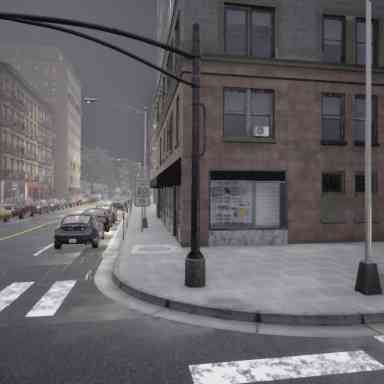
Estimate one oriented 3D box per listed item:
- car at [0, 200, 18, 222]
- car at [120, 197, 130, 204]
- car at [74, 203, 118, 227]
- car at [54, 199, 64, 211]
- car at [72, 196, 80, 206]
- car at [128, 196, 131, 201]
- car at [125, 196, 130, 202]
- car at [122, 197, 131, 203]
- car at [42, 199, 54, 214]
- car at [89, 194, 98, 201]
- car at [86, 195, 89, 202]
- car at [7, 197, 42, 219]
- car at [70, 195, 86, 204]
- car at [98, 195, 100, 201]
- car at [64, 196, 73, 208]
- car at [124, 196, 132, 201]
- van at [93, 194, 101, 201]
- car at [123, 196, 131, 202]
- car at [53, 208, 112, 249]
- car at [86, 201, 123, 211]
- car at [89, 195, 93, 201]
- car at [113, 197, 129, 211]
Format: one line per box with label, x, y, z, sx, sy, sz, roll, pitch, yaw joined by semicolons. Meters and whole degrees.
car;-14.566;1.569;24.000;1.752;1.417;4.829;0;0;-9
car;-13.863;1.740;68.751;1.887;1.381;4.507;0;0;-9
car;-5.753;1.615;20.084;1.887;1.381;4.507;0;0;-9
car;-17.291;1.525;40.392;1.967;1.590;4.097;0;0;-9
car;-19.090;1.679;51.207;1.947;1.339;4.313;0;0;-9
car;-11.159;1.593;52.529;1.967;1.590;4.097;0;0;-9
car;-10.259;1.690;47.121;2.008;1.369;4.403;0;0;-9
car;-15.665;1.806;79.565;1.802;1.307;4.206;0;0;-9
car;-16.392;1.512;34.984;1.967;1.590;4.097;0;0;-9
car;-22.685;1.485;72.839;2.192;1.841;5.009;0;0;-9
car;-20.860;1.666;61.855;1.752;1.417;4.829;0;0;-9
car;-15.492;1.373;29.577;2.192;1.841;5.009;0;0;-9
car;-19.988;1.442;56.616;2.192;1.841;5.009;0;0;-9
car;-23.584;1.499;78.247;2.192;1.841;5.009;0;0;-9
car;-18.191;1.650;45.799;2.008;1.369;4.403;0;0;-9
car;-17.467;1.819;90.380;1.947;1.339;4.313;0;0;-9
van;-25.383;1.555;89.063;1.690;1.788;3.998;0;0;-9
car;-16.566;1.790;84.973;2.008;1.369;4.403;0;0;-9
car;-4.852;1.607;14.677;2.008;1.369;4.403;0;0;-9
car;-6.654;1.635;25.491;2.008;1.369;4.403;0;0;-9
car;-21.788;1.737;67.430;1.802;1.307;4.206;0;0;-9
car;-9.358;1.676;41.713;2.008;1.369;4.403;0;0;-9
